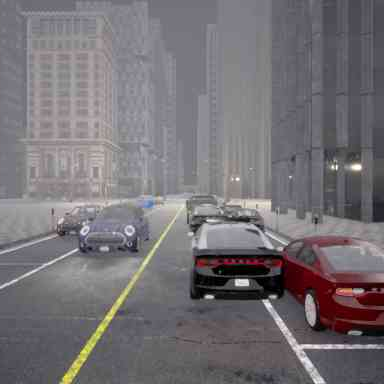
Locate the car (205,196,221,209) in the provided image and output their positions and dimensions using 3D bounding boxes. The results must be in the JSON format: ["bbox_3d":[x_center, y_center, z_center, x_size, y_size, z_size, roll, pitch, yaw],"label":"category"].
[{"bbox_3d":[2.852,1.417,46.202,1.967,1.590,4.097,0,0,0],"label":"car"}]

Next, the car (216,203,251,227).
[{"bbox_3d":[2.807,1.560,23.638,1.947,1.339,4.313,0,0,0],"label":"car"}]

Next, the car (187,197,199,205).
[{"bbox_3d":[0.116,1.529,58.096,1.994,1.385,4.181,0,0,0],"label":"car"}]

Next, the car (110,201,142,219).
[{"bbox_3d":[-5.707,1.557,29.295,1.947,1.339,4.313,0,0,0],"label":"car"}]

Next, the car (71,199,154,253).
[{"bbox_3d":[-2.972,1.350,13.593,2.097,1.767,4.553,0,0,0],"label":"car"}]

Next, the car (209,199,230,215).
[{"bbox_3d":[2.830,1.512,35.090,1.752,1.417,4.829,0,0,0],"label":"car"}]

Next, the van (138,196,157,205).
[{"bbox_3d":[-5.685,1.323,40.577,1.690,1.788,3.998,0,0,0],"label":"van"}]

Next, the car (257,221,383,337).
[{"bbox_3d":[2.773,1.544,6.717,1.887,1.381,4.507,0,0,0],"label":"car"}]

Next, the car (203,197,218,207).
[{"bbox_3d":[2.864,1.522,51.843,2.008,1.369,4.403,0,0,0],"label":"car"}]

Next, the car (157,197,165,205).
[{"bbox_3d":[-5.650,1.516,57.500,2.008,1.369,4.403,0,0,0],"label":"car"}]

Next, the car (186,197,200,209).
[{"bbox_3d":[0.122,1.483,45.535,1.837,1.490,4.892,0,0,1],"label":"car"}]

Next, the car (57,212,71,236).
[{"bbox_3d":[-5.730,1.437,18.013,1.967,1.590,4.097,0,0,0],"label":"car"}]

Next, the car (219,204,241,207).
[{"bbox_3d":[2.796,1.547,17.998,2.008,1.369,4.403,0,0,0],"label":"car"}]

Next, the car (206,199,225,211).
[{"bbox_3d":[2.841,1.533,40.561,2.008,1.369,4.403,0,0,0],"label":"car"}]

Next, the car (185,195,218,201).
[{"bbox_3d":[0.725,1.217,24.486,2.150,2.045,5.566,0,0,0],"label":"car"}]

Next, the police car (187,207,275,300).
[{"bbox_3d":[0.904,1.426,8.566,1.930,1.638,5.238,0,0,0],"label":"police car"}]

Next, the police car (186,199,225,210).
[{"bbox_3d":[0.809,1.422,18.538,1.930,1.638,5.238,0,0,-2],"label":"police car"}]
